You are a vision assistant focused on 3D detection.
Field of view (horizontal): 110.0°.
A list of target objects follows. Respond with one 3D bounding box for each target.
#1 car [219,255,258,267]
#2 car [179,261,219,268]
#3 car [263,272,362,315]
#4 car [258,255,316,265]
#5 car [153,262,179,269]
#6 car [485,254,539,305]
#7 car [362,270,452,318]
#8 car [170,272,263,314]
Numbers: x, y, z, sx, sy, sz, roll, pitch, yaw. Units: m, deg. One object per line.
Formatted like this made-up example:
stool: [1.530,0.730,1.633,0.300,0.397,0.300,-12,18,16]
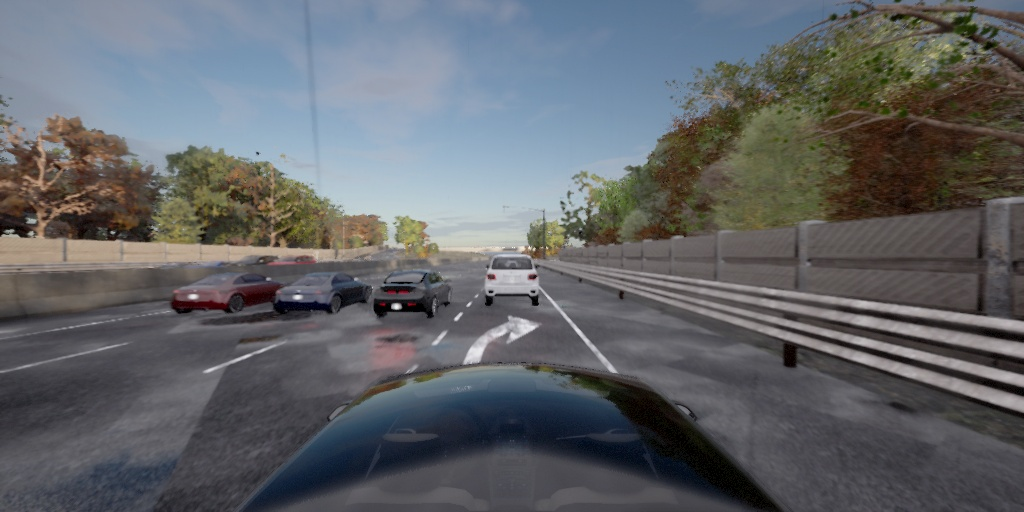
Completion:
car: [-24.566,0.942,34.413,2.150,2.045,5.566,0,0,0]
car: [-28.069,1.194,33.976,1.882,1.535,5.008,0,0,0]
car: [-6.896,1.296,13.548,1.994,1.385,4.181,0,0,0]
car: [-21.072,0.943,34.442,2.150,2.045,5.566,0,0,0]
car: [-31.566,1.281,33.943,1.994,1.385,4.181,0,0,0]
car: [0.001,0.952,16.092,2.150,2.045,5.566,0,0,0]
car: [-3.397,1.238,12.962,1.837,1.490,4.892,0,0,0]
car: [-10.396,1.295,13.708,1.994,1.385,4.181,0,0,0]
